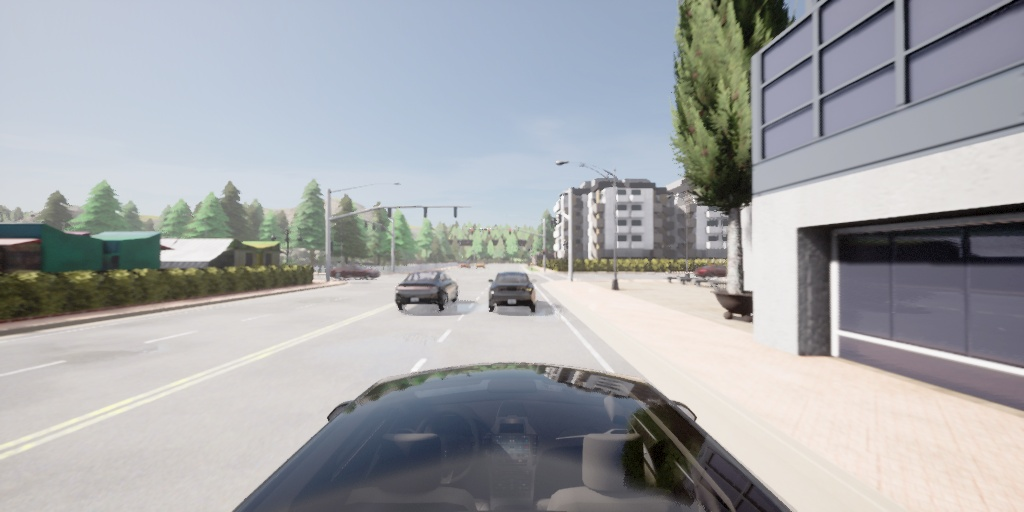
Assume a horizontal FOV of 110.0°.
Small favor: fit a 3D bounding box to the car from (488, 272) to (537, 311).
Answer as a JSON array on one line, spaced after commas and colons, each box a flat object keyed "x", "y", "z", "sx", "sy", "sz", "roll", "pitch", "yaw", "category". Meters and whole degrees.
[{"x": 0.015, "y": 1.403, "z": 15.335, "sx": 1.837, "sy": 1.490, "sz": 4.892, "roll": 0, "pitch": 0, "yaw": 0, "category": "car"}]

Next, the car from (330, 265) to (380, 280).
[{"x": -15.438, "y": 1.594, "z": 35.329, "sx": 4.674, "sy": 1.442, "sz": 1.812, "roll": 1, "pitch": -1, "yaw": -1, "category": "car"}]

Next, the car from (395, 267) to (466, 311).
[{"x": -3.485, "y": 1.389, "z": 15.337, "sx": 2.128, "sy": 1.511, "sz": 4.902, "roll": 0, "pitch": 0, "yaw": 0, "category": "car"}]

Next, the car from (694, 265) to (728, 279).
[{"x": 21.010, "y": 1.608, "z": 36.399, "sx": 4.674, "sy": 1.442, "sz": 1.812, "roll": 1, "pitch": -1, "yaw": -3, "category": "car"}]
